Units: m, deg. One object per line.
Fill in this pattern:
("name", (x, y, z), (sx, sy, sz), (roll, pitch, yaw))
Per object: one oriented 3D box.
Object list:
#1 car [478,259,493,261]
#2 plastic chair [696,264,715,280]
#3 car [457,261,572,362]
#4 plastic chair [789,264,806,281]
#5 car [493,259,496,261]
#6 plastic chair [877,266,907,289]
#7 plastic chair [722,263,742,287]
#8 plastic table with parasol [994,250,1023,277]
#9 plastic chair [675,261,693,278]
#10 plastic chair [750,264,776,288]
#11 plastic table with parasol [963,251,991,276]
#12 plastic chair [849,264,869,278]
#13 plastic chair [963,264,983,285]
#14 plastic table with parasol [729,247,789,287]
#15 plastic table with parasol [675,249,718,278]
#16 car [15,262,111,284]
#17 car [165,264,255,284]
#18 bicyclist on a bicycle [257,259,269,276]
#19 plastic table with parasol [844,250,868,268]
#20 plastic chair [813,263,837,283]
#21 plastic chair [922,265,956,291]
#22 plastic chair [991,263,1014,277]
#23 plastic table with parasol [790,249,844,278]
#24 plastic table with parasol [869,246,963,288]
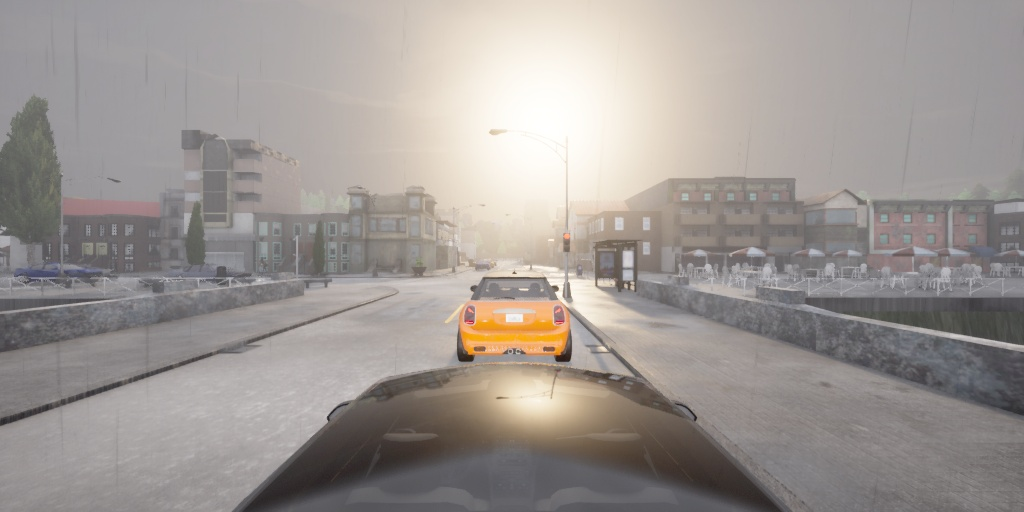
("car", (-4.091, 1.228, 51.054), (1.882, 1.535, 5.008), (0, 0, 0))
("plastic chair", (15.804, 1.279, 29.233), (0.750, 1.272, 0.730), (0, 0, 0))
("car", (0.061, 1.102, 8.375), (2.097, 1.767, 4.553), (0, 0, 1))
("plastic chair", (21.703, 1.279, 27.531), (0.730, 1.272, 0.750), (0, 0, 0))
("car", (-4.071, 1.228, 60.704), (1.882, 1.535, 5.008), (0, 0, 0))
("plastic chair", (22.602, 1.279, 21.331), (0.730, 1.272, 0.750), (0, 0, 0))
("plastic chair", (13.902, 1.279, 22.833), (0.730, 1.272, 0.750), (0, 0, 0))
("plastic table with parasol", (46.705, 0.675, 33.205), (2.482, 2.480, 2.482), (0, 0, 0))
("plastic chair", (14.704, 1.279, 30.633), (0.730, 1.272, 0.750), (0, 0, 0))
("plastic chair", (15.002, 1.279, 21.433), (0.750, 1.272, 0.730), (0, 0, 0))
("plastic table with parasol", (30.513, 0.675, 25.109), (2.482, 2.480, 2.482), (0, 0, 0))
("plastic chair", (29.904, 1.279, 30.829), (0.750, 1.272, 0.730), (0, 0, 0))
("plastic chair", (30.502, 1.279, 23.829), (0.750, 1.272, 0.730), (0, 0, 0))
("plastic table with parasol", (15.172, 0.675, 22.693), (2.482, 2.480, 2.482), (0, 0, 0))
("plastic table with parasol", (15.924, 0.675, 30.513), (2.482, 2.480, 2.482), (0, 0, 0))
("car", (-32.944, 1.228, 26.191), (5.008, 1.535, 1.882), (0, 0, 0))
("car", (-21.971, 1.298, 26.183), (5.357, 1.411, 2.033), (0, 0, 0))
("bicyclist on a bicycle", (-24.014, 1.099, 34.583), (0.582, 1.620, 1.656), (0, 0, 0))
("plastic table with parasol", (30.234, 0.675, 32.199), (2.482, 2.480, 2.482), (0, 0, 0))
("plastic chair", (22.803, 1.279, 26.131), (0.750, 1.272, 0.730), (0, 0, 0))
("plastic chair", (23.701, 1.279, 19.931), (0.750, 1.272, 0.730), (0, 0, 0))
("plastic chair", (45.505, 1.279, 33.325), (0.730, 1.272, 0.750), (0, 0, 0))
("plastic table with parasol", (22.903, 0.675, 27.481), (2.482, 2.480, 2.482), (0, 0, 0))
("plastic table with parasol", (23.802, 0.675, 21.281), (2.482, 2.480, 2.482), (0, 0, 0))
